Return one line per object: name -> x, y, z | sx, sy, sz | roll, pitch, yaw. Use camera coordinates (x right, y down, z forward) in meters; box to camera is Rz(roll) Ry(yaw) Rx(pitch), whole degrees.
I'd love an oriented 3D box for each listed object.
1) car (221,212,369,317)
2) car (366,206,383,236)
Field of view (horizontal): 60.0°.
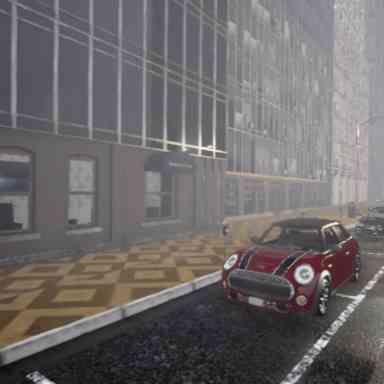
car -> 2.341, 1.366, 7.336 | 1.967, 1.590, 4.097 | 1, 1, 38
car -> 9.312, 1.416, 16.329 | 2.008, 1.369, 4.403 | 1, 1, 38
